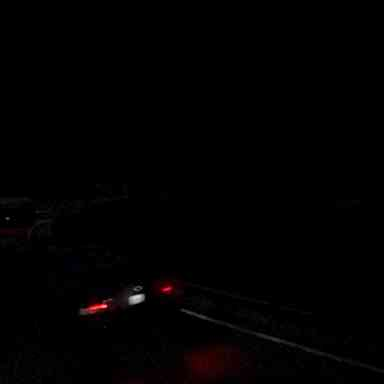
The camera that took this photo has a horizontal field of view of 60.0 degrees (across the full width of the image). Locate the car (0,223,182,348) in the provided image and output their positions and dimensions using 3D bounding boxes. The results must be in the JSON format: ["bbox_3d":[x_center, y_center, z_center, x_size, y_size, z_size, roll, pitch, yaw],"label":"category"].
[{"bbox_3d":[-2.548,1.584,6.535,2.033,1.411,5.357,0,0,-45],"label":"car"}]

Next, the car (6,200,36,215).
[{"bbox_3d":[-19.347,1.717,37.911,1.812,1.442,4.674,0,0,-12],"label":"car"}]

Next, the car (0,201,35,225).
[{"bbox_3d":[-12.761,1.599,24.216,1.882,1.535,5.008,0,0,-17],"label":"car"}]
